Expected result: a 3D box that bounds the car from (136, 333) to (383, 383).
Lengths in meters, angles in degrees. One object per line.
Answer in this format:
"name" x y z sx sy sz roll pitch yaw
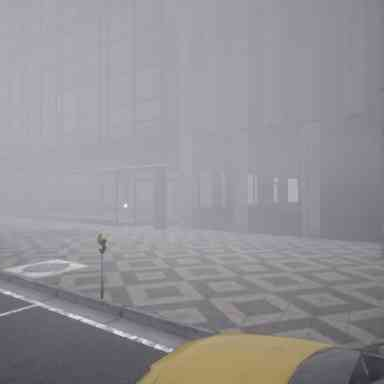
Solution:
"car" 1.637 1.525 1.915 4.829 1.417 1.752 0 0 36
